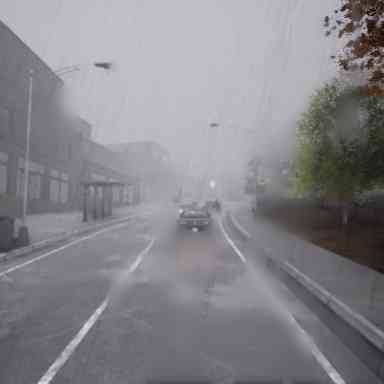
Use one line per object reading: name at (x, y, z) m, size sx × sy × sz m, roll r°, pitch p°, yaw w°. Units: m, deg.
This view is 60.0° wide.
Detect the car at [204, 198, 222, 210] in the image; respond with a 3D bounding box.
car at (2.655, 1.498, 41.647) m, size 1.837 × 1.490 × 4.892 m, roll -1°, pitch 0°, yaw 10°

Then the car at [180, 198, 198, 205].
car at (-0.374, 1.567, 45.374) m, size 1.837 × 1.490 × 4.892 m, roll -1°, pitch 0°, yaw 12°

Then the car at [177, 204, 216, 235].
car at (0.214, 1.615, 19.009) m, size 1.895 × 1.301 × 4.718 m, roll 0°, pitch 0°, yaw 2°
